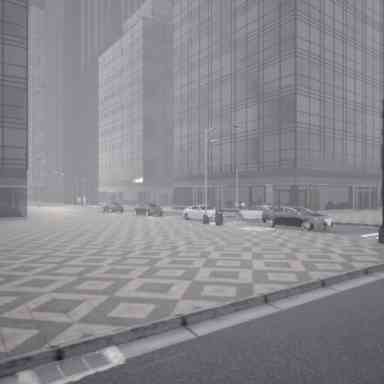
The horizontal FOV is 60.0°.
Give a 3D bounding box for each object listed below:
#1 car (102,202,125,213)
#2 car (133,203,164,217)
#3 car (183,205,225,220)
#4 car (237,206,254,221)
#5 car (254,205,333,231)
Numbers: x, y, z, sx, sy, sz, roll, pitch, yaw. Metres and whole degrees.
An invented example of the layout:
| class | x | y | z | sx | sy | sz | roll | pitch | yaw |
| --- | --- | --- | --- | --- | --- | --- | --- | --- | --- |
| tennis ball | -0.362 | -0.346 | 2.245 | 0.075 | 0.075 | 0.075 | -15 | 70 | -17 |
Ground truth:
| class | x | y | z | sx | sy | sz | roll | pitch | yaw |
| --- | --- | --- | --- | --- | --- | --- | --- | --- | --- |
| car | -11.156 | 2.169 | 46.732 | 1.837 | 1.490 | 4.892 | 0 | -1 | -35 |
| car | -5.088 | 2.007 | 38.293 | 1.837 | 1.490 | 4.892 | 0 | -1 | -36 |
| car | 0.951 | 1.870 | 29.957 | 1.812 | 1.442 | 4.674 | 0 | -1 | -36 |
| car | 5.875 | 1.808 | 28.515 | 1.812 | 1.442 | 4.674 | 0 | -1 | -35 |
| car | 6.784 | 1.683 | 21.902 | 2.128 | 1.511 | 4.902 | 0 | -1 | -35 |
